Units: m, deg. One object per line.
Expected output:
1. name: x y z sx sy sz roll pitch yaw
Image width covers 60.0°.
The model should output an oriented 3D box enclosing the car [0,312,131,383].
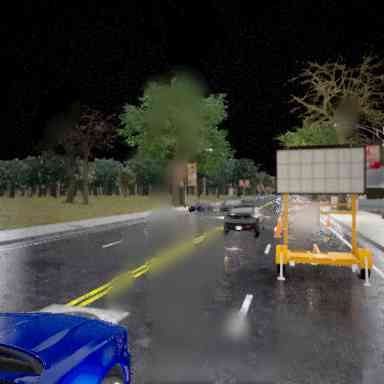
1. car: -2.023 1.477 1.477 1.882 1.535 5.008 0 0 16

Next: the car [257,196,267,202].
1. car: 15.243 1.624 72.077 1.812 1.442 4.674 0 0 16

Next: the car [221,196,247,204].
1. car: 4.195 1.500 34.860 1.882 1.535 5.008 0 0 16

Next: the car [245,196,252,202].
1. car: 11.851 1.606 72.061 1.837 1.490 4.892 0 0 16

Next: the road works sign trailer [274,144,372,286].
1. road works sign trailer: 3.650 0.466 9.603 2.380 3.560 2.880 0 0 16

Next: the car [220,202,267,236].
1. car: 2.980 1.508 18.499 1.837 1.490 4.892 0 -1 17

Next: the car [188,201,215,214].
1. car: 1.032 1.623 35.624 1.895 1.301 4.718 0 0 16
